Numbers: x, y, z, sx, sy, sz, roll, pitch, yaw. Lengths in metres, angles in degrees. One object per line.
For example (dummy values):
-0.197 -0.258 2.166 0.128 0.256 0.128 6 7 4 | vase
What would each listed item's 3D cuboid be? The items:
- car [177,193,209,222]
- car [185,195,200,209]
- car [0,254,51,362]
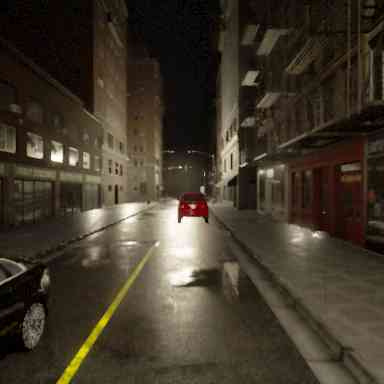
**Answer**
0.073 1.057 24.425 2.150 2.045 5.566 0 1 0 | car
0.054 1.198 42.401 1.882 1.535 5.008 0 0 0 | car
-3.103 1.468 3.260 2.128 1.511 4.902 0 0 0 | car
